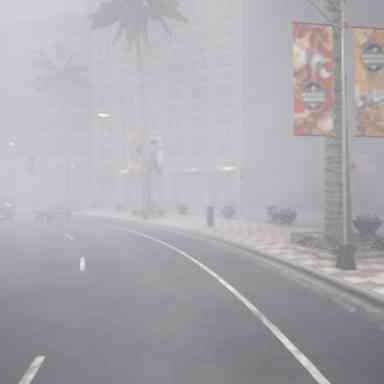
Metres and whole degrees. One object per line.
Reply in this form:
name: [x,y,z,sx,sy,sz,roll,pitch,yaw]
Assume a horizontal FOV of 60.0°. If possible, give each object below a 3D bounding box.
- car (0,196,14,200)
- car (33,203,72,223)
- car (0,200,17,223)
car: [-20.741,1.444,35.070,5.566,2.045,2.150,0,0,34]
car: [-11.330,1.612,26.821,2.128,1.511,4.902,-1,0,-41]
car: [-15.764,1.644,26.430,1.882,1.535,5.008,-1,0,-44]
